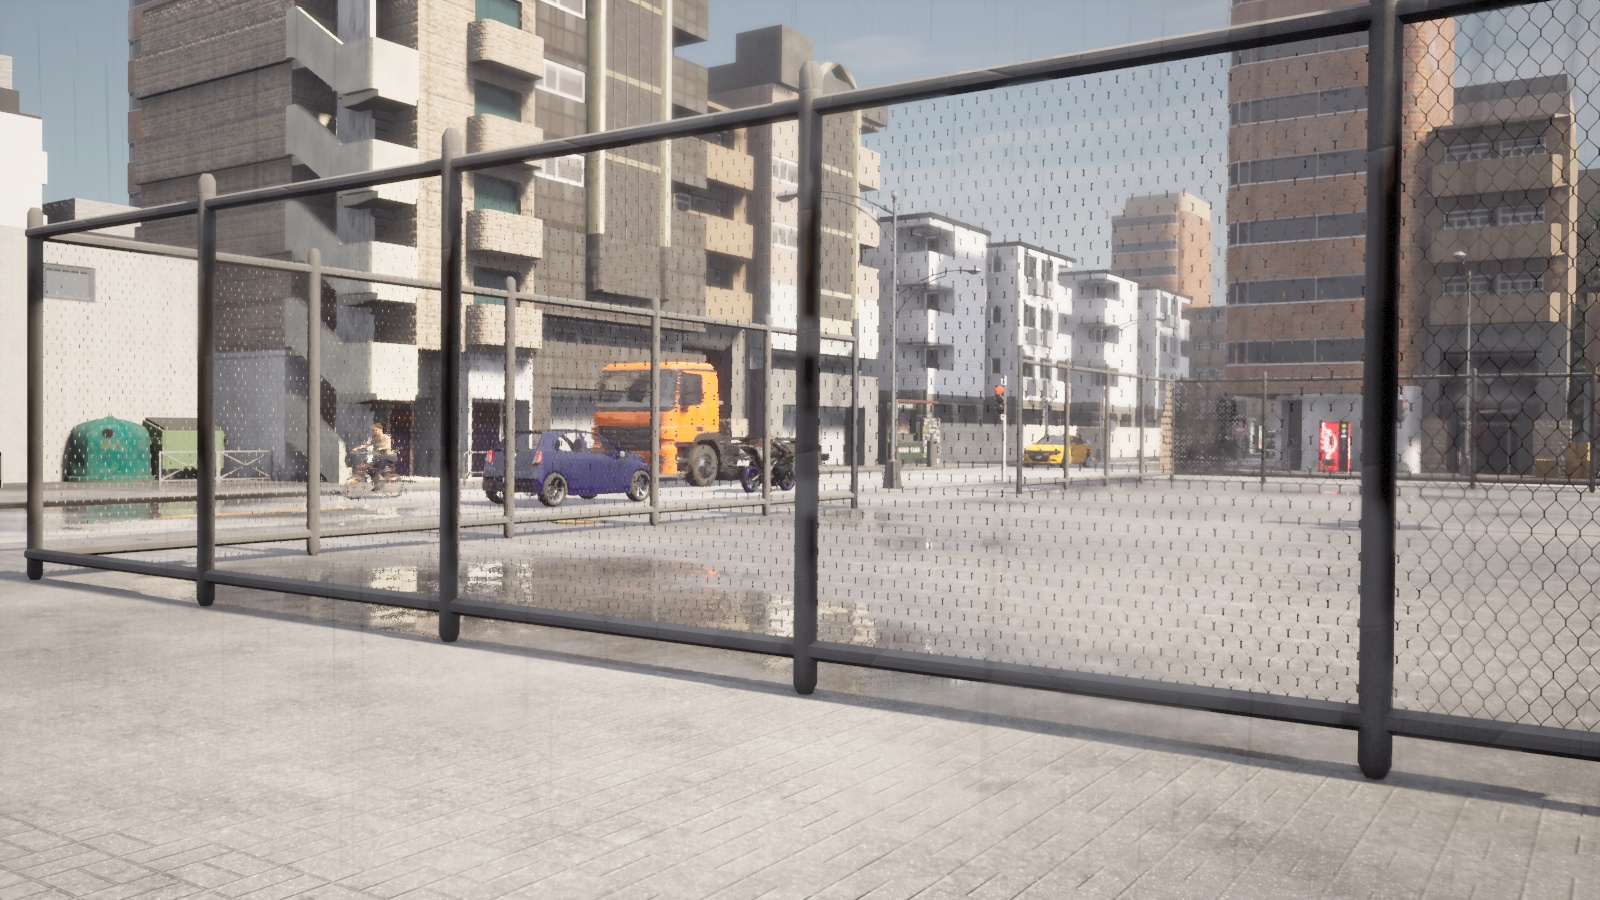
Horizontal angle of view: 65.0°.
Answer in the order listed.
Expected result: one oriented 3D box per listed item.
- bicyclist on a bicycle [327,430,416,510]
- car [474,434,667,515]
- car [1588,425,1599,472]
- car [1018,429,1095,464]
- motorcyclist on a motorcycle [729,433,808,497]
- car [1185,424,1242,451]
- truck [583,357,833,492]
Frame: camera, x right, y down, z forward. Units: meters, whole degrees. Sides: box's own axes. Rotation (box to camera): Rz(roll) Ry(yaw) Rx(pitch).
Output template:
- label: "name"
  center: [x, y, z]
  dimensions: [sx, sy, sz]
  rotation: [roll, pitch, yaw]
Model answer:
- label: "bicyclist on a bicycle"
  center: [-8.932, 0.390, 26.227]
  dimensions: [0.866, 1.612, 1.509]
  rotation: [0, 1, 34]
- label: "car"
  center: [-4.596, 0.438, 25.542]
  dimensions: [1.845, 1.501, 3.633]
  rotation: [0, 1, 34]
- label: "car"
  center: [28.028, -0.064, 40.002]
  dimensions: [4.892, 1.490, 1.837]
  rotation: [0, 1, 34]
- label: "car"
  center: [11.756, -0.180, 57.300]
  dimensions: [1.882, 1.535, 5.008]
  rotation: [0, 1, 31]
- label: "motorcyclist on a motorcycle"
  center: [-0.766, 0.346, 31.312]
  dimensions: [0.866, 1.530, 2.191]
  rotation: [0, 1, 34]
- label: "car"
  center: [26.002, -0.802, 78.900]
  dimensions: [2.152, 1.651, 5.027]
  rotation: [0, 1, 34]
- label: "truck"
  center: [-2.397, -0.723, 36.149]
  dimensions: [2.891, 3.462, 7.936]
  rotation: [0, 1, 34]
